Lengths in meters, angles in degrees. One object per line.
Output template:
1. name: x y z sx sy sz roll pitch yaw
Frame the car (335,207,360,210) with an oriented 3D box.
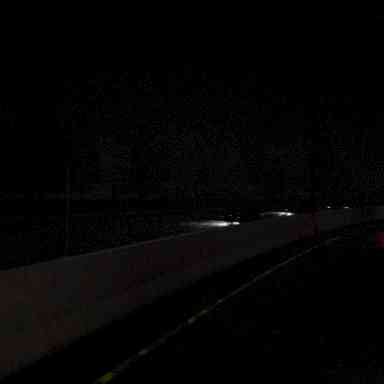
1. car: 15.368 1.578 33.267 4.553 1.767 2.097 1 0 -42
